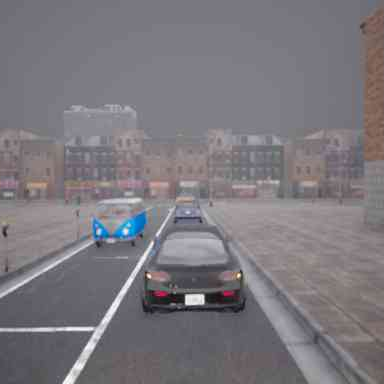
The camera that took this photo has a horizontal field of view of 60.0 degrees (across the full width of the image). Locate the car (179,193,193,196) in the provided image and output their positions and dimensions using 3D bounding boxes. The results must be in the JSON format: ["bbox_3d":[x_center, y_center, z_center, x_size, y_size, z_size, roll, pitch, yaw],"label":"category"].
[{"bbox_3d":[-0.674,0.843,35.602,2.097,1.767,4.553,0,1,-3],"label":"car"}]

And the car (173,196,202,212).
[{"bbox_3d":[-0.267,1.225,22.292,2.033,1.411,5.357,0,1,-1],"label":"car"}]

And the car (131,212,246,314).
[{"bbox_3d":[-0.006,1.417,7.296,1.812,1.442,4.674,0,1,-1],"label":"car"}]

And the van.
[{"bbox_3d":[-2.865,1.152,13.686,1.690,1.788,3.998,-1,1,-1],"label":"van"}]
